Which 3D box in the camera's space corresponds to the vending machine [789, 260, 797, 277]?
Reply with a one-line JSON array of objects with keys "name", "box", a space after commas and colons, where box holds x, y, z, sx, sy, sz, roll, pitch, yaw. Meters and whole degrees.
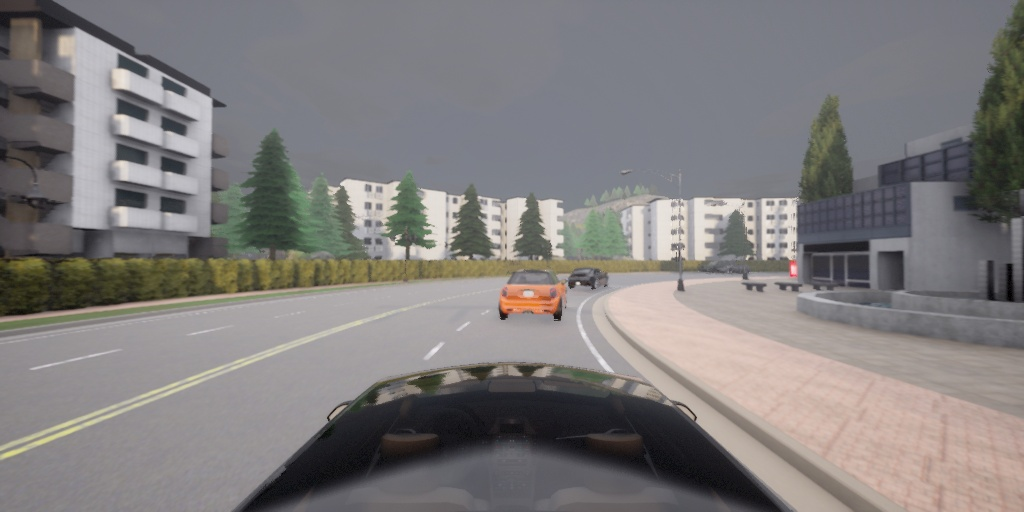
[{"name": "vending machine", "box": [31.775, 1.474, 40.031, 0.880, 2.100, 1.100, 0, 0, -12]}]

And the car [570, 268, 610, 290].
[{"name": "car", "box": [5.629, 1.589, 25.876, 1.837, 1.490, 4.892, -1, -1, 31]}]

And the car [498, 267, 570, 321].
[{"name": "car", "box": [0.946, 1.264, 13.550, 2.097, 1.767, 4.553, 0, -1, 11]}]

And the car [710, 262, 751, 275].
[{"name": "car", "box": [31.731, 1.941, 51.476, 4.892, 1.490, 1.837, 0, -1, -8]}]

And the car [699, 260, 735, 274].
[{"name": "car", "box": [31.687, 1.707, 55.135, 5.566, 2.045, 2.150, 0, -1, -9]}]
